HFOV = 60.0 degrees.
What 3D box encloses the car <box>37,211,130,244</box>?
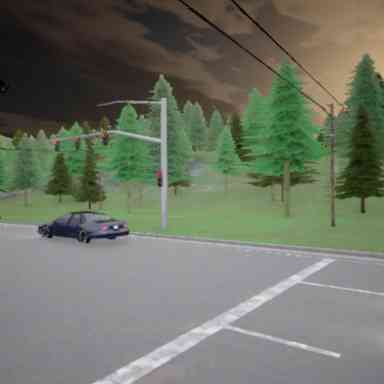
[{"bbox_3d":[-5.482,1.661,16.489,5.357,1.411,2.033,-1,0,35],"label":"car"}]
